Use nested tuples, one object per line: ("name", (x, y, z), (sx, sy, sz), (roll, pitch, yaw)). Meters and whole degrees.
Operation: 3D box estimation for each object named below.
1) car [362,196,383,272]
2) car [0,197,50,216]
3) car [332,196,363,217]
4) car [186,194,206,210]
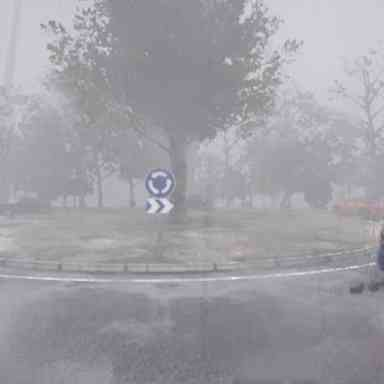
("car", (6.751, 1.157, 7.729), (5.566, 2.045, 2.150), (0, 1, -29))
("car", (-15.224, 1.245, 29.724), (1.882, 1.535, 5.008), (0, 0, 34))
("car", (13.654, 1.132, 27.178), (2.097, 1.767, 4.553), (0, 1, -16))
("car", (-0.649, 1.055, 37.725), (4.553, 1.767, 2.097), (0, 1, 4))
